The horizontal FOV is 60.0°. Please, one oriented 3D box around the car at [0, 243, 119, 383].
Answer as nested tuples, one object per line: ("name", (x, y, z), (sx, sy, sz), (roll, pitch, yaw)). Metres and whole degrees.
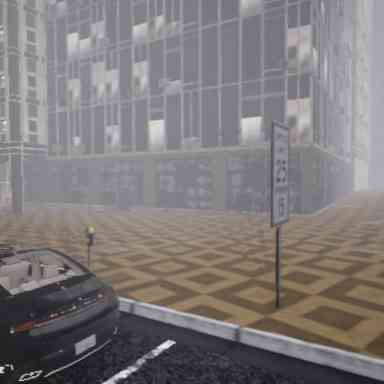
("car", (-3.019, 1.462, 4.889), (4.403, 1.369, 2.008), (0, 3, 33))
